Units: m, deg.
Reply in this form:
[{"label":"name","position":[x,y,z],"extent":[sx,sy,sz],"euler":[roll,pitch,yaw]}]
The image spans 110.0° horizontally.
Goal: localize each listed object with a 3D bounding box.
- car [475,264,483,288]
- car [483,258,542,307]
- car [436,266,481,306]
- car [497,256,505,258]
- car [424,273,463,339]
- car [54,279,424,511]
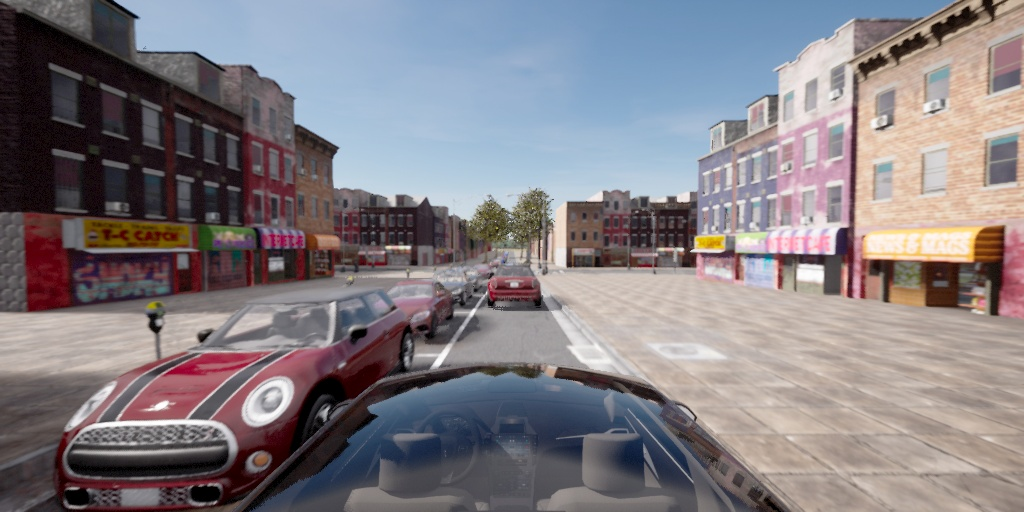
[{"label":"car","position":[-2.650,1.295,20.889],"extent":[2.007,1.370,4.403],"euler":[0,0,0]},{"label":"car","position":[0.092,1.094,15.457],"extent":[2.097,1.767,4.553],"euler":[0,0,0]},{"label":"car","position":[-2.647,1.293,15.441],"extent":[2.007,1.370,4.403],"euler":[0,0,0]},{"label":"car","position":[-2.666,1.258,58.559],"extent":[1.967,1.591,4.097],"euler":[0,0,0]},{"label":"car","position":[-2.644,1.325,9.992],"extent":[1.802,1.307,4.207],"euler":[0,0,0]},{"label":"car","position":[-2.643,1.186,4.547],"extent":[1.967,1.591,4.097],"euler":[0,0,0]}]
